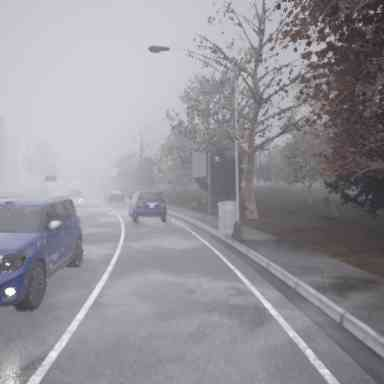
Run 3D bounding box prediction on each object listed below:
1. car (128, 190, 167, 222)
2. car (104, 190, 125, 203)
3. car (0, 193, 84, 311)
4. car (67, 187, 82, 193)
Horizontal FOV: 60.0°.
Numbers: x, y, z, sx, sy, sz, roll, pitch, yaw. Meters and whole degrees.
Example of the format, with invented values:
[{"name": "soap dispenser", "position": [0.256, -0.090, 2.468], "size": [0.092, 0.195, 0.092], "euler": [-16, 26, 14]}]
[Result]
[{"name": "car", "position": [-3.144, 0.900, 23.093], "size": [2.150, 2.045, 5.566], "euler": [1, 1, -14]}, {"name": "car", "position": [-9.577, 0.493, 40.827], "size": [1.882, 1.535, 5.008], "euler": [1, 2, -23]}, {"name": "car", "position": [-4.130, 1.162, 7.875], "size": [2.150, 2.045, 5.566], "euler": [0, 1, -6]}, {"name": "car", "position": [-17.400, 0.018, 49.187], "size": [1.994, 1.385, 4.181], "euler": [1, 2, -25]}]
